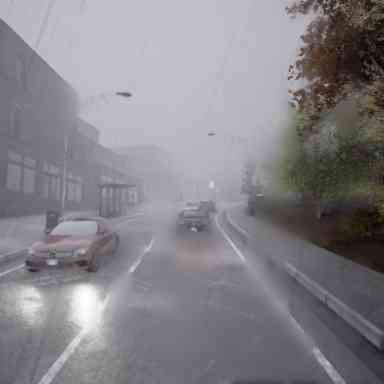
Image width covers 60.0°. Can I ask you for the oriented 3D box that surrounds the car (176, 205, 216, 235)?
[{"bbox_3d":[0.137,1.647,19.162,1.895,1.301,4.718,0,0,1],"label":"car"}]

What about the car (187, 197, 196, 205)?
[{"bbox_3d":[0.502,1.643,53.319,1.837,1.490,4.892,-1,0,14],"label":"car"}]

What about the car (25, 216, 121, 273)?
[{"bbox_3d":[-3.580,1.553,10.863,1.812,1.442,4.674,0,0,0],"label":"car"}]

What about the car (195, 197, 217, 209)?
[{"bbox_3d":[2.009,1.567,41.852,1.837,1.490,4.892,-1,0,9],"label":"car"}]
